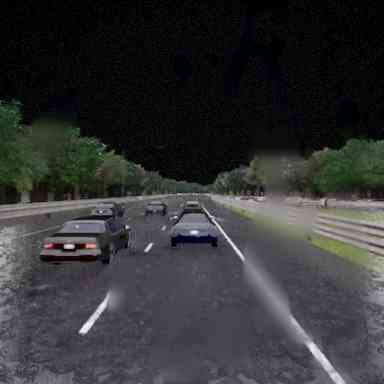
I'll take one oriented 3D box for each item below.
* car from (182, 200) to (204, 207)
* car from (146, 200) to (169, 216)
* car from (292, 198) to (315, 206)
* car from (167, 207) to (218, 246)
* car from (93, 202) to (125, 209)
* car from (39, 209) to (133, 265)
[{"bbox_3d":[0.087,1.558,33.021,1.837,1.490,4.892,0,0,0],"label":"car"},{"bbox_3d":[-3.416,1.544,32.885,2.128,1.511,4.902,0,0,0],"label":"car"},{"bbox_3d":[19.993,1.761,59.760,1.882,1.535,5.008,0,0,-19],"label":"car"},{"bbox_3d":[0.094,1.581,15.287,1.994,1.385,4.181,0,0,0],"label":"car"},{"bbox_3d":[-6.915,1.553,27.776,2.033,1.411,5.357,0,0,0],"label":"car"},{"bbox_3d":[-3.409,1.559,11.708,2.033,1.411,5.357,0,0,0],"label":"car"}]
